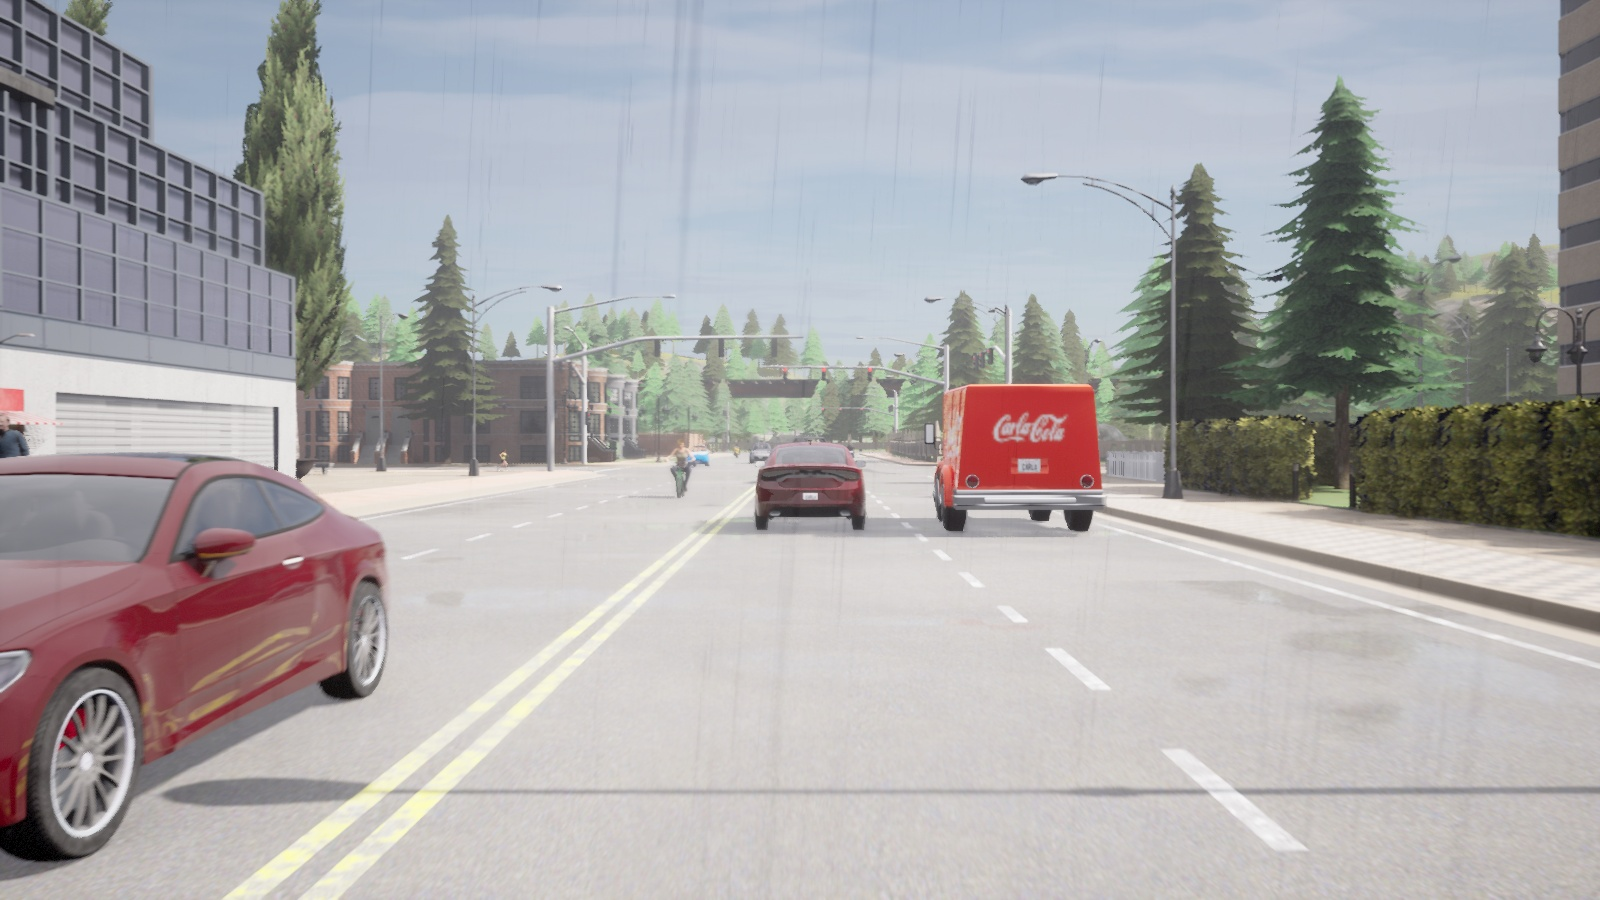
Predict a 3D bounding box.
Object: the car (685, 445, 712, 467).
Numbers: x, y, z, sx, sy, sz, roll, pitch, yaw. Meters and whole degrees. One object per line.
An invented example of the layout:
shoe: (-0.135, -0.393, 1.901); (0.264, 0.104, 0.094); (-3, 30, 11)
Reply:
car: (-6.395, 0.349, 79.374); (1.481, 1.376, 2.207); (0, 0, 0)

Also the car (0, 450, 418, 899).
car: (-3.442, 0.736, 5.938); (1.812, 1.442, 4.674); (0, 0, 0)

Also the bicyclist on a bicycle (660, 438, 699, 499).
bicyclist on a bicycle: (-3.229, 0.490, 33.781); (0.866, 1.612, 1.509); (0, 0, 1)

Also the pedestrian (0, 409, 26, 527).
pedestrian: (-12.701, 0.282, 19.951); (0.402, 1.842, 0.726); (0, 0, -3)

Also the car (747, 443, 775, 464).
car: (-2.810, 0.247, 90.751); (1.845, 1.501, 3.633); (0, 0, 0)

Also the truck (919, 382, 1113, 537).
truck: (3.683, 0.136, 22.572); (2.627, 2.467, 5.204); (0, 0, 0)

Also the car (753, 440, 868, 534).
car: (0.186, 0.594, 23.051); (1.882, 1.535, 5.008); (0, 0, 0)

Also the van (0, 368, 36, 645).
van: (-6.931, 0.422, 7.425); (2.069, 2.038, 4.480); (0, 0, 0)

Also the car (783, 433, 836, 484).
car: (0.368, 0.295, 47.645); (1.932, 1.855, 4.605); (0, 0, 1)
